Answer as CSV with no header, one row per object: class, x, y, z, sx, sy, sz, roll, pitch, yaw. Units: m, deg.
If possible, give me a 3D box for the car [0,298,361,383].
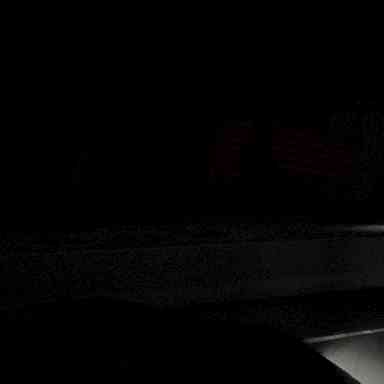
car,-0.661,1.559,2.338,4.181,1.385,1.994,0,0,-17
